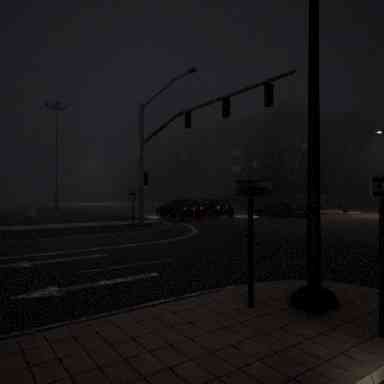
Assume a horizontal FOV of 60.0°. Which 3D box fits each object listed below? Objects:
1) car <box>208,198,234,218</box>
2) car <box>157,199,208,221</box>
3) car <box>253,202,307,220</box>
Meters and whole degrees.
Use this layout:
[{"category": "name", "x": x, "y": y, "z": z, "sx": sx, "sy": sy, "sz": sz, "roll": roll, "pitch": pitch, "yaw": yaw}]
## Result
[{"category": "car", "x": 1.663, "y": 1.352, "z": 29.947, "sx": 2.097, "sy": 1.767, "sz": 4.553, "roll": 0, "pitch": 0, "yaw": -36}, {"category": "car", "x": -1.079, "y": 1.352, "z": 27.766, "sx": 2.097, "sy": 1.767, "sz": 4.553, "roll": 0, "pitch": 0, "yaw": -36}, {"category": "car", "x": 7.476, "y": 1.547, "z": 27.889, "sx": 2.033, "sy": 1.411, "sz": 5.357, "roll": 0, "pitch": 0, "yaw": -36}]
